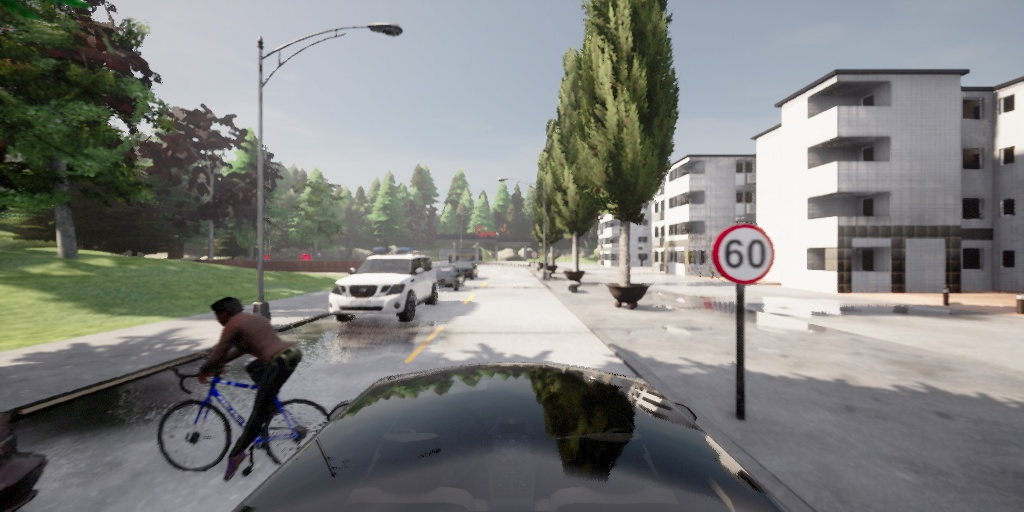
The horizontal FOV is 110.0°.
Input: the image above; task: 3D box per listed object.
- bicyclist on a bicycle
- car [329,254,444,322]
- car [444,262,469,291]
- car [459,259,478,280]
[{"bbox_3d":[-2.452,1.198,3.303,1.656,1.620,0.582,-1,0,0],"label":"bicyclist on a bicycle"},{"bbox_3d":[-4.082,0.950,12.482,2.150,2.045,5.566,0,0,0],"label":"car"},{"bbox_3d":[-3.967,1.268,21.303,1.994,1.385,4.181,0,0,0],"label":"car"},{"bbox_3d":[-3.965,1.160,30.257,1.882,1.535,5.008,0,0,1],"label":"car"}]
